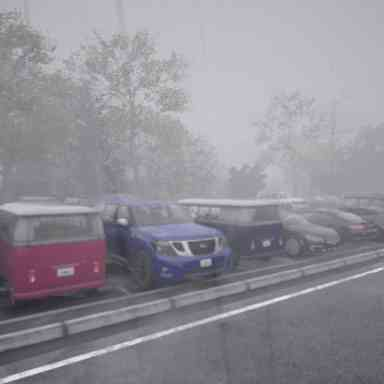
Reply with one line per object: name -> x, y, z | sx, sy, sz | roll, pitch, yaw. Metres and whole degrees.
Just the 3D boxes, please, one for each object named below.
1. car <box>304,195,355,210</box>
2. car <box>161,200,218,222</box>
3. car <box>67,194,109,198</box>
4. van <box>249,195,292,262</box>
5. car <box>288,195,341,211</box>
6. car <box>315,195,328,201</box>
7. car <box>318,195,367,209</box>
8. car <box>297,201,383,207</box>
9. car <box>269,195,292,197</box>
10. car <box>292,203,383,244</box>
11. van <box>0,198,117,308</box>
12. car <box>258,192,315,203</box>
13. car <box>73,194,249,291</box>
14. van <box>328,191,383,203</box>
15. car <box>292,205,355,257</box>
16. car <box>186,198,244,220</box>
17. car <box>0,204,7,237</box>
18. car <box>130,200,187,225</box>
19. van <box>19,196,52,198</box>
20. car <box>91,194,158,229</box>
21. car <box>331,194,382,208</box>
car -> 15.451, 1.135, 37.707 | 2.231, 1.521, 4.892 | -1, 1, -36
car -> -0.327, 1.416, 26.373 | 2.163, 1.488, 4.792 | -1, 0, -36
car -> -7.140, 1.203, 21.568 | 2.435, 2.045, 5.566 | 0, 0, -36
van -> 0.899, 1.224, 11.346 | 1.878, 1.987, 4.442 | -1, 0, -36
car -> 13.195, 1.172, 36.091 | 2.097, 1.535, 5.008 | -1, 1, -36
car -> 10.937, 1.210, 34.475 | 2.097, 1.535, 5.008 | -1, 1, -36
car -> 17.695, 1.126, 39.340 | 2.163, 1.488, 4.792 | -1, 1, -36
car -> 7.798, 1.407, 16.175 | 2.163, 1.488, 4.792 | -1, 0, -36
car -> 6.431, 1.287, 31.237 | 2.231, 1.521, 4.892 | -1, 1, -36
car -> 5.533, 1.444, 14.515 | 2.002, 1.452, 4.674 | -1, 0, -36
van -> -3.659, 1.257, 8.085 | 1.878, 1.987, 4.442 | 0, 0, -36
car -> 8.697, 0.996, 32.831 | 2.435, 2.045, 5.566 | -1, 1, -36
car -> -1.294, 1.215, 9.599 | 2.435, 2.045, 5.566 | 0, 0, -36
van -> 10.024, 1.118, 17.876 | 1.878, 1.987, 4.442 | -1, 0, -36
car -> 3.248, 1.428, 12.891 | 2.231, 1.521, 4.892 | -1, 0, -36
car -> 1.802, 1.351, 28.159 | 1.946, 1.575, 5.366 | -1, 0, -36
car -> -11.745, 1.484, 18.467 | 1.946, 1.575, 5.366 | 0, 0, -36
car -> -2.624, 1.440, 24.800 | 2.163, 1.488, 4.792 | -1, 0, -36
van -> -9.449, 1.245, 20.025 | 1.878, 1.987, 4.442 | 0, 0, -36
car -> -4.849, 1.182, 23.138 | 2.435, 2.045, 5.566 | -1, 0, -36
car -> 20.076, 1.056, 40.780 | 1.946, 1.575, 5.366 | -1, 1, -36
